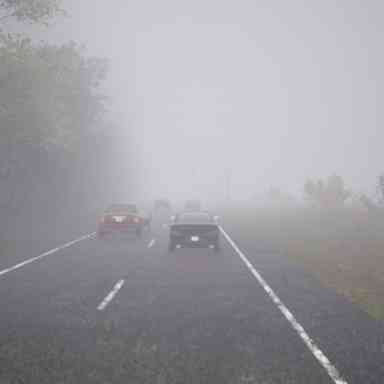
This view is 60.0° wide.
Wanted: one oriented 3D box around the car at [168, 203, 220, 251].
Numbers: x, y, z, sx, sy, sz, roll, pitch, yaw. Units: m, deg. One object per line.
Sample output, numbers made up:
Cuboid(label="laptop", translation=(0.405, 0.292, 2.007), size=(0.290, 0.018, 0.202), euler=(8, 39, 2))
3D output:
Cuboid(label="car", translation=(0.098, 1.453, 13.965), size=(1.882, 1.535, 5.008), euler=(0, 0, 0))

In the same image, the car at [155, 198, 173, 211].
Cuboid(label="car", translation=(-3.406, 1.428, 39.537), size=(1.837, 1.490, 4.892), euler=(0, 0, 0))

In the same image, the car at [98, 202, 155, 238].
Cuboid(label="car", translation=(-3.403, 1.322, 17.654), size=(2.097, 1.767, 4.553), euler=(0, 0, 0))

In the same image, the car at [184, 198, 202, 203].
Cuboid(label="car", translation=(0.094, 1.416, 38.841), size=(2.128, 1.511, 4.902), euler=(0, 0, 0))
